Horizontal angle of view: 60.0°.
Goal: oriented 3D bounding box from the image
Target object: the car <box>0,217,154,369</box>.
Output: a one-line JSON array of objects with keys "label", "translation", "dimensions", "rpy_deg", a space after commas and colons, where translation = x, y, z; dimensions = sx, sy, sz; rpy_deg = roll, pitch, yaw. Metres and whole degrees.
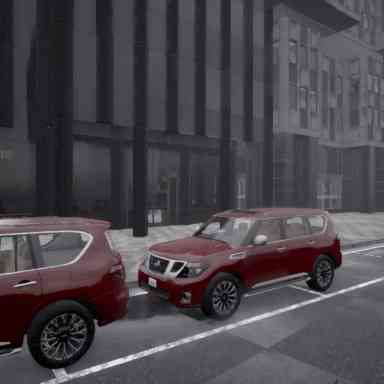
[{"label": "car", "translation": [-3.263, 1.315, 4.206], "dimensions": [5.009, 1.841, 2.192], "rpy_deg": [0, 0, -35]}]

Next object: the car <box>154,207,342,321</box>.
[{"label": "car", "translation": [1.335, 1.314, 7.473], "dimensions": [5.009, 1.841, 2.192], "rpy_deg": [0, 0, -35]}]
